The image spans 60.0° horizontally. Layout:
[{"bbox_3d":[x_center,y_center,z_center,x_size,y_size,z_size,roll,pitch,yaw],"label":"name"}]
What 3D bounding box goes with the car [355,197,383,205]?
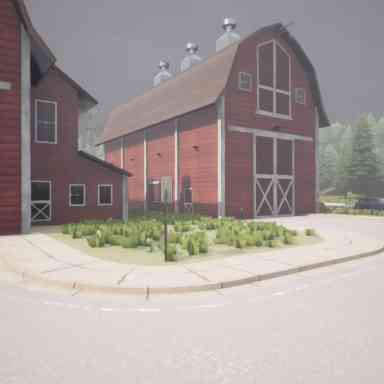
[{"bbox_3d":[20.146,1.387,36.101,2.097,1.767,4.553,0,0,-34],"label":"car"}]
